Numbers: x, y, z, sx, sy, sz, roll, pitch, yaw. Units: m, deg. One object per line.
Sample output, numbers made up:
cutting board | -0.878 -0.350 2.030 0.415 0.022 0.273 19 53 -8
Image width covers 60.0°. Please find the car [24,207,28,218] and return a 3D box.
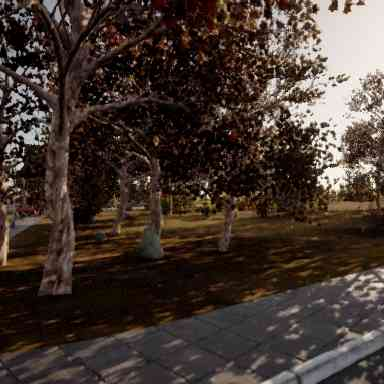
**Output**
car | -25.784 3.056 45.609 4.792 1.488 2.163 4 -4 -40

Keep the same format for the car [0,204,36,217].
car | -29.865 3.105 56.634 5.566 2.045 2.435 4 -3 -40

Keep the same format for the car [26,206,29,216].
car | -26.835 2.980 48.340 4.553 1.767 2.185 5 -4 -40

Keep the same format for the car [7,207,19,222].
car | -22.908 2.768 37.179 5.366 1.575 1.946 4 -3 -40

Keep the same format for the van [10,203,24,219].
van | -24.700 2.724 42.915 4.442 1.987 1.878 4 -4 -40

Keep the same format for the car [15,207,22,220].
car | -23.788 2.862 40.061 4.892 1.521 2.231 4 -4 -40

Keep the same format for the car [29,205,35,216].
car | -28.824 3.305 53.901 4.792 1.488 2.163 4 -4 -40
